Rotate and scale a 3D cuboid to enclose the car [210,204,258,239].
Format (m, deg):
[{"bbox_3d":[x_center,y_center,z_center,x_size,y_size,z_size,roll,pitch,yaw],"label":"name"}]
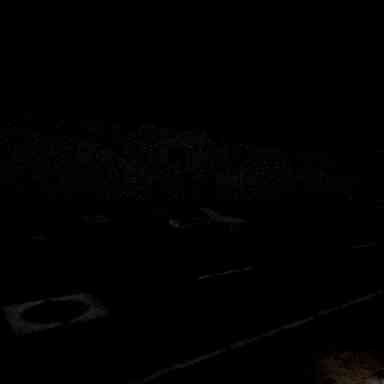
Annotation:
[{"bbox_3d":[0.655,1.475,17.020,4.674,1.452,2.002,-1,-1,35],"label":"car"}]

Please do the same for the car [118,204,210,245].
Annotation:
[{"bbox_3d":[-1.815,1.331,15.296,4.553,1.767,2.185,-1,-1,35],"label":"car"}]

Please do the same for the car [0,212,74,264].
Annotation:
[{"bbox_3d":[-6.708,1.516,11.802,4.792,1.488,2.163,-1,0,35],"label":"car"}]

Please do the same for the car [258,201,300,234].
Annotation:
[{"bbox_3d":[3.104,1.410,18.753,5.008,1.535,2.097,-1,0,35],"label":"car"}]

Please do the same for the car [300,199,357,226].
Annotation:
[{"bbox_3d":[8.015,1.386,22.229,4.792,1.488,2.163,-1,-1,35],"label":"car"}]

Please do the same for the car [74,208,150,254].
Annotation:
[{"bbox_3d":[-4.231,1.517,13.538,4.674,1.452,2.002,-1,-1,35],"label":"car"}]

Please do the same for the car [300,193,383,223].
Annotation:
[{"bbox_3d":[10.456,1.081,23.975,5.566,2.045,2.435,-1,-1,35],"label":"car"}]
